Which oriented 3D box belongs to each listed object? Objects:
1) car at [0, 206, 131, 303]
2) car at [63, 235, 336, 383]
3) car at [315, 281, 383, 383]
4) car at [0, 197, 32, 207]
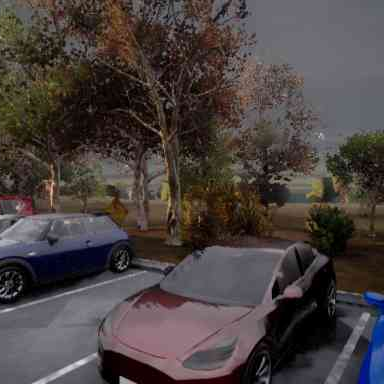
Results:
[{"bbox_3d":[-3.681,1.352,8.425,2.185,1.767,4.553,0,0,35],"label":"car"},{"bbox_3d":[0.817,1.507,5.141,2.163,1.488,4.792,0,0,36],"label":"car"},{"bbox_3d":[3.106,1.477,3.552,2.097,1.535,5.008,0,0,35],"label":"car"},{"bbox_3d":[-8.249,1.225,11.611,2.435,2.045,5.566,0,0,35],"label":"car"}]
